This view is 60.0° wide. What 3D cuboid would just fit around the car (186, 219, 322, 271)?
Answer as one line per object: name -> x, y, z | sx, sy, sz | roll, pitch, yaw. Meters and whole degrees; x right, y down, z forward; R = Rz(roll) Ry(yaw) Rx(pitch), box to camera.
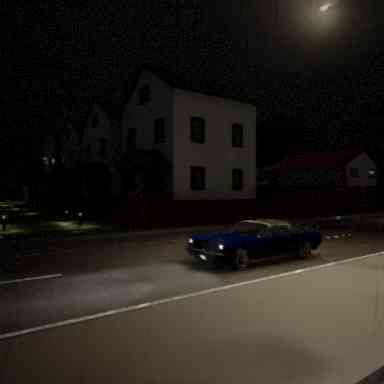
car -> 2.139, 1.606, 11.033 | 4.718, 1.301, 1.895 | 0, 0, -35
